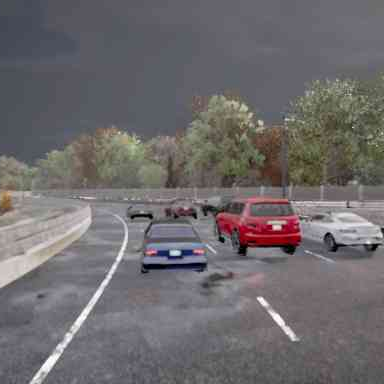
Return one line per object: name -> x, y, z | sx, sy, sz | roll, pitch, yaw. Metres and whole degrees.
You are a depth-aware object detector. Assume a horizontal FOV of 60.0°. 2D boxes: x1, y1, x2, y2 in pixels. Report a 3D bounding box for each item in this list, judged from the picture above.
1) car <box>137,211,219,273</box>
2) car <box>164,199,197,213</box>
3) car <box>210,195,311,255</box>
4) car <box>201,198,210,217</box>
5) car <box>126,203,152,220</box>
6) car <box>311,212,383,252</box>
car -> -0.705, 1.580, 10.817 | 2.033, 1.411, 5.357 | 0, 0, -7
car -> -1.105, 1.439, 29.821 | 2.097, 1.767, 4.553 | 0, 0, -17
car -> 2.449, 1.260, 13.670 | 2.150, 2.045, 5.566 | 0, 0, -8
car -> 2.584, 1.305, 29.824 | 2.150, 2.045, 5.566 | 0, 0, -16
car -> -4.753, 1.658, 29.830 | 1.994, 1.385, 4.181 | 0, 0, -17
car -> 5.918, 1.558, 14.020 | 1.812, 1.442, 4.674 | 0, -1, -8
